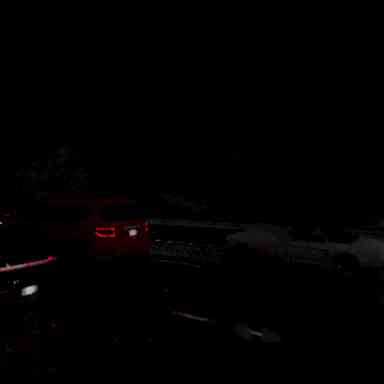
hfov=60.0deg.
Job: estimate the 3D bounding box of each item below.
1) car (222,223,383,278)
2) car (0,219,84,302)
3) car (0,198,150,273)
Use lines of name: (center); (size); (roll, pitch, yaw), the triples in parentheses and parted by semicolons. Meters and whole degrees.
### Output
car: (3.317, 1.587, 10.085); (4.718, 1.301, 1.895); (0, 0, 34)
car: (-4.850, 1.491, 7.081); (4.902, 1.511, 2.128); (0, 0, 33)
car: (-3.896, 1.216, 10.644); (5.566, 2.045, 2.150); (0, 0, 32)
